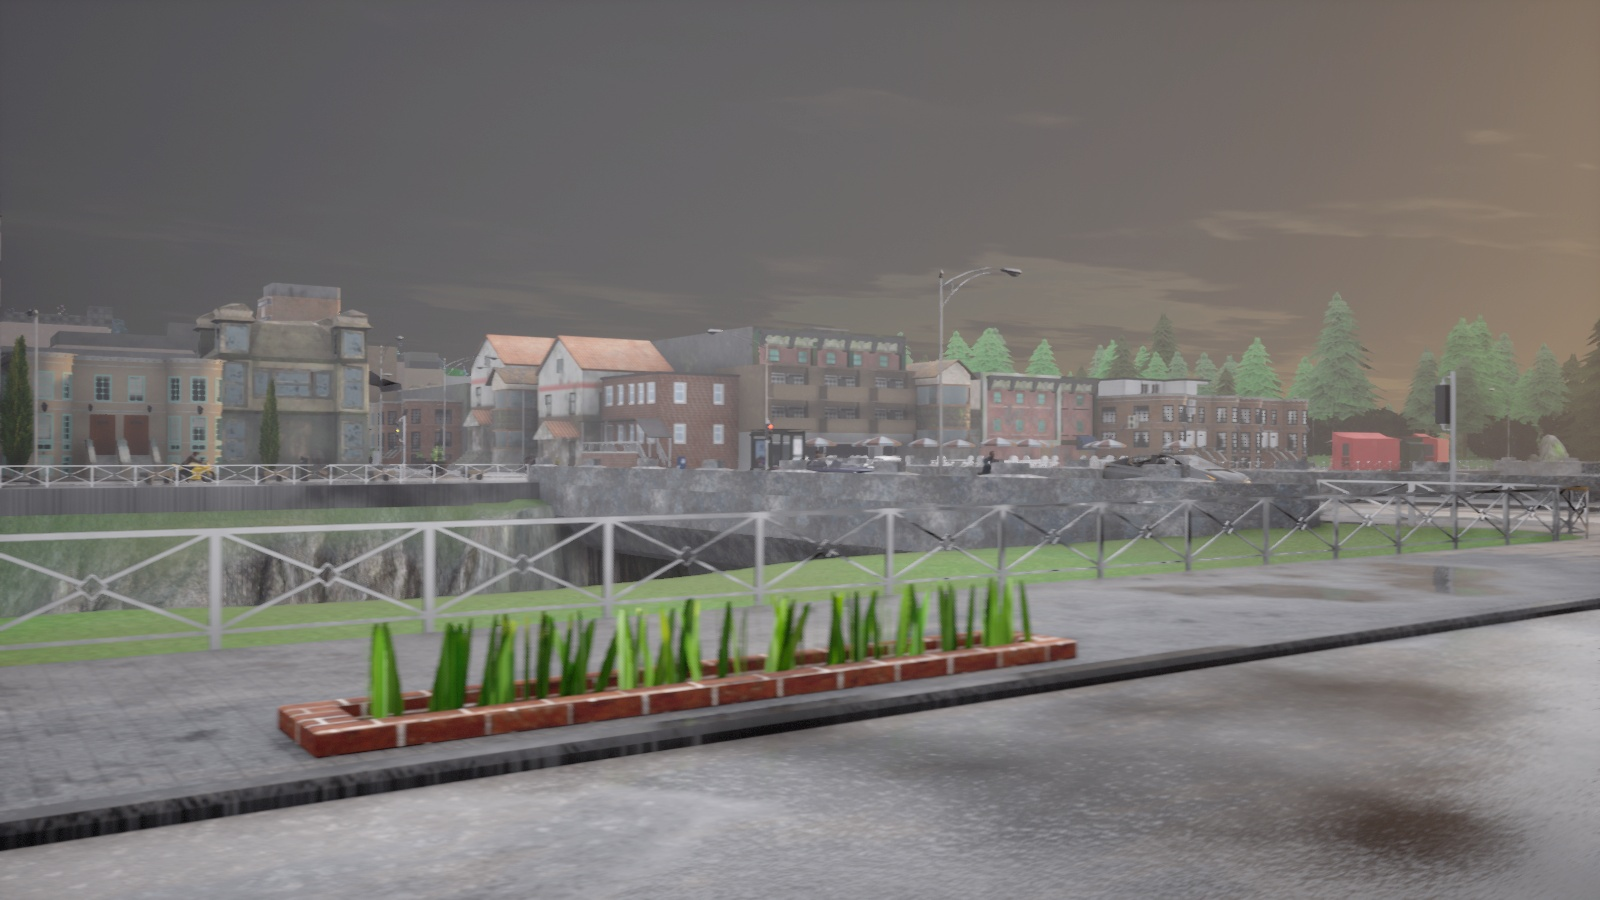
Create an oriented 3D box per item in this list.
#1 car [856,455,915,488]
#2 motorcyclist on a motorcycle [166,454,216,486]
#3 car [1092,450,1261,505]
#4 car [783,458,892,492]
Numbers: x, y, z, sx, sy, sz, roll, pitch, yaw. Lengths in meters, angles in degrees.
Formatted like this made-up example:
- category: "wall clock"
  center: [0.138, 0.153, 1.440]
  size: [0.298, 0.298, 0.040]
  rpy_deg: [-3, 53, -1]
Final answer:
- category: "car"
  center: [3.654, 0.924, 54.075]
  size: [1.481, 1.376, 2.207]
  rpy_deg: [0, 0, -35]
- category: "motorcyclist on a motorcycle"
  center: [-28.820, 0.933, 59.409]
  size: [2.044, 1.523, 0.797]
  rpy_deg: [0, 0, -35]
- category: "car"
  center: [10.917, 0.759, 36.720]
  size: [2.007, 1.525, 4.514]
  rpy_deg: [0, 0, -34]
- category: "car"
  center: [1.448, 0.965, 50.245]
  size: [1.895, 1.301, 4.718]
  rpy_deg: [0, 0, -35]
